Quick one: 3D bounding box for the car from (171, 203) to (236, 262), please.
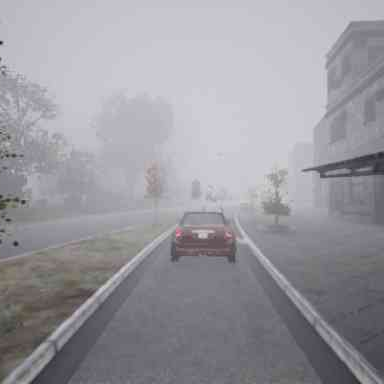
[{"bbox_3d":[0.467,1.381,12.396,2.097,1.767,4.553,0,0,3],"label":"car"}]

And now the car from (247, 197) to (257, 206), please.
[{"bbox_3d":[15.068,2.385,83.652,2.435,2.045,5.566,0,-1,12],"label":"car"}]

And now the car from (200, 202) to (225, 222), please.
[{"bbox_3d":[1.903,1.663,29.253,1.882,1.535,5.008,0,-1,7],"label":"car"}]

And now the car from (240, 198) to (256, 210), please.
[{"bbox_3d":[8.361,2.039,51.112,2.097,1.535,5.008,-1,-1,11],"label":"car"}]
